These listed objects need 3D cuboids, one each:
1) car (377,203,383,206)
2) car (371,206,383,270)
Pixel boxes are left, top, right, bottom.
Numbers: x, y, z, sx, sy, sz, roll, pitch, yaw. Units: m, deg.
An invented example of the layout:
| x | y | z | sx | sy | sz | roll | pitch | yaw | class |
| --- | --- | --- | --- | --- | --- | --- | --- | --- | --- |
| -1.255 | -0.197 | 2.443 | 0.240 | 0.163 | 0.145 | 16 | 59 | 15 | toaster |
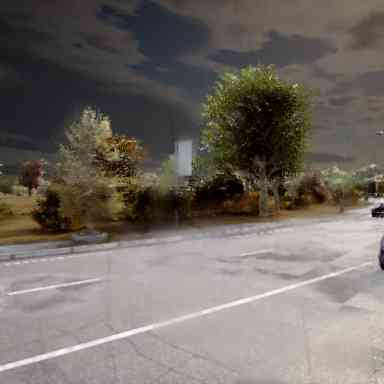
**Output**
| x | y | z | sx | sy | sz | roll | pitch | yaw | class |
| --- | --- | --- | --- | --- | --- | --- | --- | --- | --- |
| 17.471 | 1.618 | 29.672 | 1.895 | 1.301 | 4.718 | 0 | 0 | 41 | car |
| 7.396 | 1.360 | 9.797 | 4.553 | 1.767 | 2.097 | 0 | 0 | -40 | car |
